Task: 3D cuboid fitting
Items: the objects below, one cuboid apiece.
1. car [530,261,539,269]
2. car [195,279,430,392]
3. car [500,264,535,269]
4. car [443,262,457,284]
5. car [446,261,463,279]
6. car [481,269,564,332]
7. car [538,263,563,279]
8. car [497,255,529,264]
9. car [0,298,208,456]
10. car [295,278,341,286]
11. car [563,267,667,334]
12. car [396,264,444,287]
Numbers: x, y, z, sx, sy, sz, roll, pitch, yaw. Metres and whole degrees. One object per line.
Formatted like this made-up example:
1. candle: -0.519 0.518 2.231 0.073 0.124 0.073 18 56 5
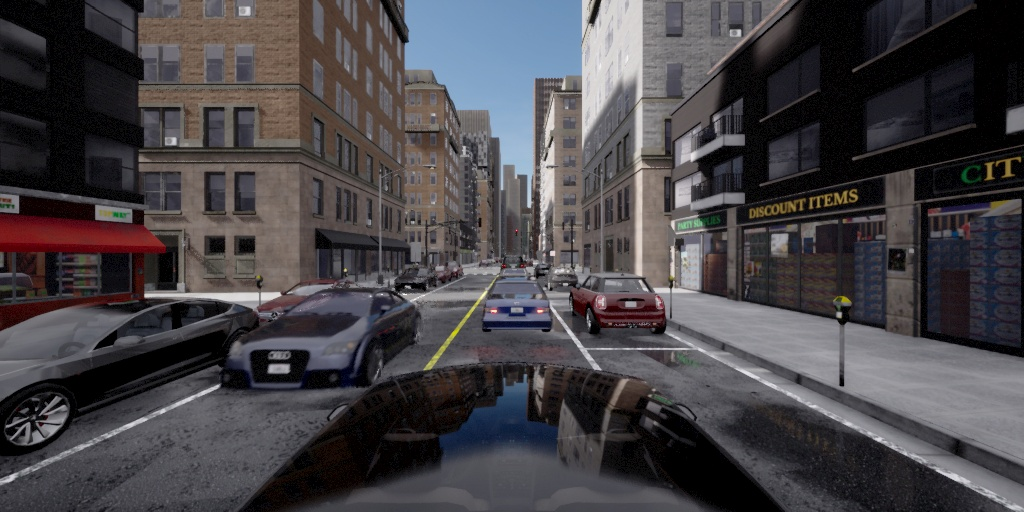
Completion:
1. car: 2.932 1.319 32.592 1.948 1.339 4.313 0 0 0
2. car: -3.091 1.314 6.756 1.994 1.385 4.181 0 0 0
3. car: 0.146 1.352 21.308 1.895 1.301 4.718 0 0 0
4. car: -5.608 1.334 27.113 1.802 1.307 4.207 0 0 0
5. car: -5.593 1.193 32.614 1.967 1.591 4.097 0 0 0
6. car: 0.122 1.297 10.802 2.033 1.411 5.357 0 0 0
7. car: 2.904 1.301 21.590 2.007 1.370 4.403 0 0 0
8. car: 0.081 0.975 31.340 2.150 2.045 5.566 0 0 -1
9. car: -5.664 1.315 5.108 1.948 1.339 4.313 0 0 0
10. car: -5.650 1.332 10.609 1.802 1.307 4.207 0 0 0
11. car: 2.876 1.190 10.587 1.967 1.591 4.097 0 0 0
12. car: -5.622 1.317 21.611 1.948 1.339 4.313 0 0 0
